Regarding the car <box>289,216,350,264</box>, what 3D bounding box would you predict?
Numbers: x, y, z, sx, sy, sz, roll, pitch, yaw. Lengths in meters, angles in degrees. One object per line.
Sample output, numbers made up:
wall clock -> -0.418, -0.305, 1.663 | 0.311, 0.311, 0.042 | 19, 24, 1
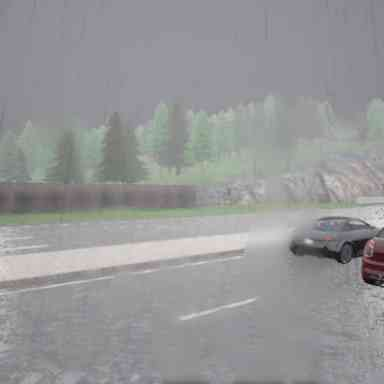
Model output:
car -> 5.399, 1.571, 11.904 | 4.181, 1.385, 1.994 | 0, 0, -35

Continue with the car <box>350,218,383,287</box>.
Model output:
car -> 6.193, 1.359, 8.173 | 4.553, 1.767, 2.097 | 0, 0, -35
